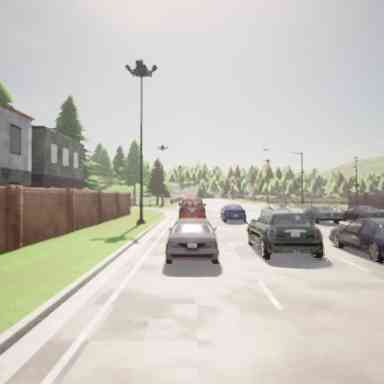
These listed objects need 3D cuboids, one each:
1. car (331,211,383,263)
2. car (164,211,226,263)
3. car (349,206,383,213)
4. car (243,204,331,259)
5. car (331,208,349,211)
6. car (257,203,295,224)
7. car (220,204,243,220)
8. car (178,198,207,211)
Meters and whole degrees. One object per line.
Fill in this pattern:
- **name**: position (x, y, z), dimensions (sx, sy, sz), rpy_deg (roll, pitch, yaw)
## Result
- **car**: position (7.026, 1.681, 12.508), dimensions (2.033, 1.411, 5.357), rpy_deg (0, -1, 0)
- **car**: position (0.025, 1.681, 12.533), dimensions (2.033, 1.411, 5.357), rpy_deg (0, -1, 1)
- **car**: position (14.041, 1.839, 27.522), dimensions (2.033, 1.411, 5.357), rpy_deg (0, -1, 0)
- **car**: position (3.537, 1.494, 13.423), dimensions (2.097, 1.767, 4.553), rpy_deg (0, -1, 1)
- **car**: position (10.539, 1.839, 27.501), dimensions (2.033, 1.411, 5.357), rpy_deg (0, -1, 0)
- **car**: position (7.050, 1.795, 28.493), dimensions (2.128, 1.511, 4.902), rpy_deg (0, 0, 0)
- **car**: position (3.558, 1.787, 29.231), dimensions (1.882, 1.535, 5.008), rpy_deg (0, 0, 1)
- **car**: position (0.039, 1.517, 27.576), dimensions (2.150, 2.045, 5.566), rpy_deg (0, 0, 0)
